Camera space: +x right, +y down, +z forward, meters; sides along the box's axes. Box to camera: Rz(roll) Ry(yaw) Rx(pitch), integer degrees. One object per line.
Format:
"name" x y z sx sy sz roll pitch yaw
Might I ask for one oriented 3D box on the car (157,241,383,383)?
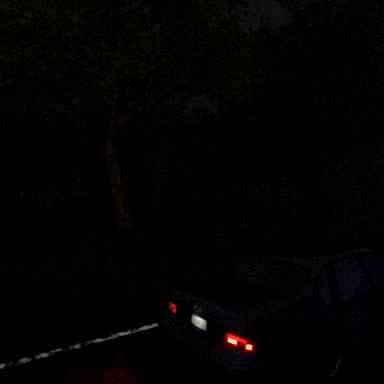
"car" 2.119 1.523 5.259 5.357 1.411 2.033 0 0 -36
